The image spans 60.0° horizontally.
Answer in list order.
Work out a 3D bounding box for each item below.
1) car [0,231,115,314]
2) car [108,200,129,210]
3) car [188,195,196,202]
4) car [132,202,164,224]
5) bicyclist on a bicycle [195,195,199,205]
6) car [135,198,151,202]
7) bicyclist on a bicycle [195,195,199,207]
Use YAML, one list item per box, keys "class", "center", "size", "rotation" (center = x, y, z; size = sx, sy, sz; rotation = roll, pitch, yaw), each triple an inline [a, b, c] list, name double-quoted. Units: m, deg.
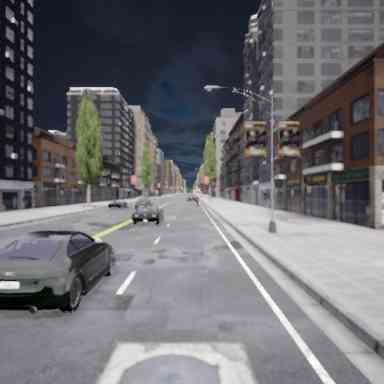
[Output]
- class: "car"
  center: [-3.153, 1.583, 7.758]
  size: [1.994, 1.385, 4.181]
  rotation: [0, 0, 0]
- class: "car"
  center: [-9.833, 1.678, 44.469]
  size: [1.895, 1.301, 4.718]
  rotation: [0, 0, 0]
- class: "car"
  center: [-0.029, 1.454, 82.214]
  size: [2.097, 1.767, 4.553]
  rotation: [0, 0, 0]
- class: "car"
  center: [-3.159, 1.654, 24.751]
  size: [1.895, 1.301, 4.718]
  rotation: [0, 0, 0]
- class: "bicyclist on a bicycle"
  center: [0.872, 1.464, 60.792]
  size: [0.659, 1.776, 1.843]
  rotation: [0, 0, 0]
- class: "car"
  center: [-6.581, 1.584, 45.162]
  size: [1.837, 1.490, 4.892]
  rotation: [0, 0, 0]
- class: "bicyclist on a bicycle"
  center: [0.876, 1.539, 52.066]
  size: [0.582, 1.620, 1.656]
  rotation: [0, -1, 0]
